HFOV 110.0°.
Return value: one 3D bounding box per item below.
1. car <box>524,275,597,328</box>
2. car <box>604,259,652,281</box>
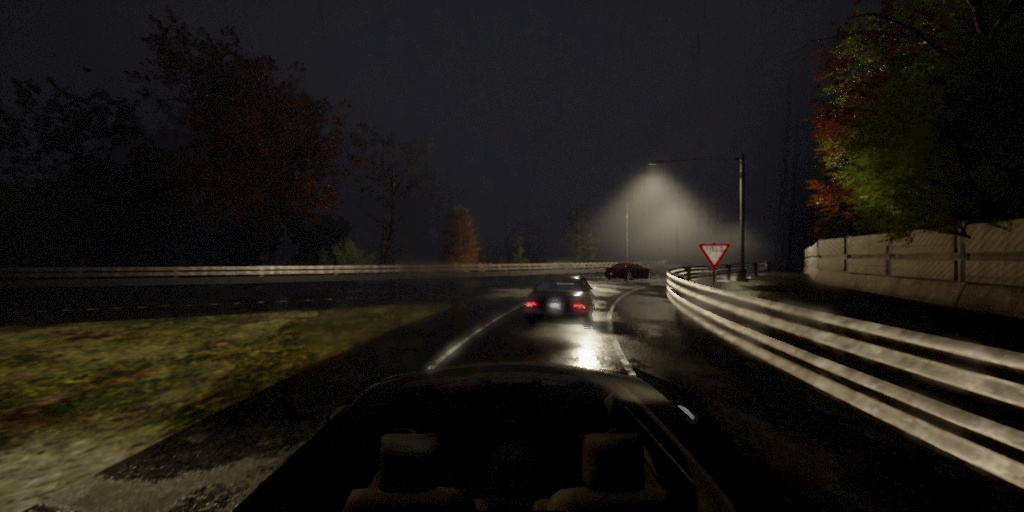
[{"bbox_3d":[1.693,1.316,11.567,2.033,1.411,5.357,0,0,14],"label":"car"},{"bbox_3d":[9.959,1.290,30.497,5.008,1.535,1.882,0,0,-38],"label":"car"}]
